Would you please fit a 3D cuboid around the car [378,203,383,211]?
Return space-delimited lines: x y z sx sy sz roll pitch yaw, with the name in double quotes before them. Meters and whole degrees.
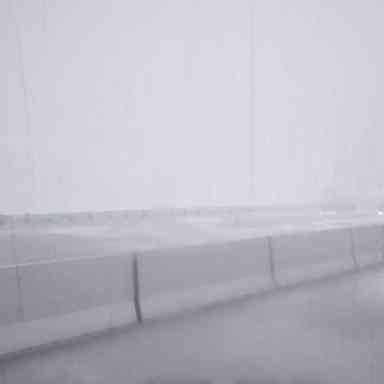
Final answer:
"car" 22.548 1.476 36.945 4.181 1.385 1.994 0 0 -35

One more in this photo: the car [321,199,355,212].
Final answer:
"car" 16.119 1.475 36.747 4.181 1.385 1.994 0 0 -35
